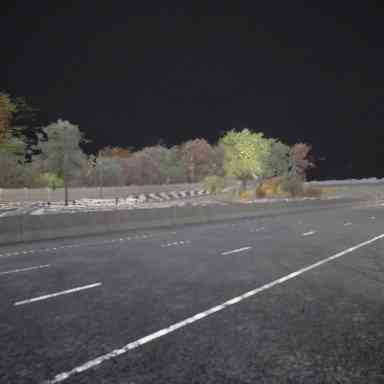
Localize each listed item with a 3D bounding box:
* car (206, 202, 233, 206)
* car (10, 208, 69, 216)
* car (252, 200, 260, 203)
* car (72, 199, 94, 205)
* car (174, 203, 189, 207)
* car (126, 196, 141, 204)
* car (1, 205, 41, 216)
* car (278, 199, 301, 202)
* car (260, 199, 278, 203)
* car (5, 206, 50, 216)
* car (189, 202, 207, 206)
[{"bbox_3d":[4.082,1.995,39.856,1.994,1.385,4.181,-2,-1,42],"label":"car"},{"bbox_3d":[-10.010,2.086,23.873,1.895,1.301,4.718,-2,-1,41],"label":"car"},{"bbox_3d":[11.943,2.088,59.276,1.812,1.442,4.674,-2,-1,42],"label":"car"},{"bbox_3d":[-16.764,1.851,51.923,1.812,1.442,4.674,-2,0,18],"label":"car"},{"bbox_3d":[-0.996,2.166,44.669,1.994,1.385,4.181,-2,-1,42],"label":"car"},{"bbox_3d":[-11.785,1.589,66.006,1.994,1.385,4.181,-2,1,20],"label":"car"},{"bbox_3d":[-14.231,1.965,29.552,2.128,1.511,4.902,5,4,41],"label":"car"},{"bbox_3d":[16.361,1.900,53.740,1.837,1.490,4.892,-2,-1,42],"label":"car"},{"bbox_3d":[14.052,1.956,56.407,1.882,1.535,5.008,-2,-1,42],"label":"car"},{"bbox_3d":[-12.034,2.094,26.869,1.812,1.442,4.674,-2,-1,41],"label":"car"},{"bbox_3d":[2.355,2.006,43.182,2.128,1.511,4.902,-2,-1,42],"label":"car"}]
